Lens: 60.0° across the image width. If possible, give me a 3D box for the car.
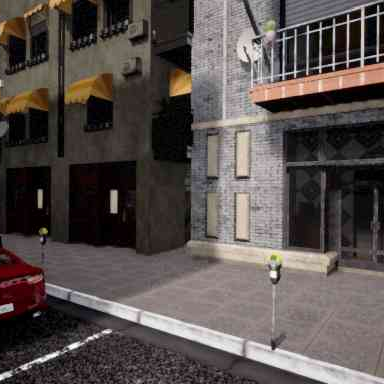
[{"bbox_3d":[-4.497,1.544,6.077,4.507,1.381,1.887,0,1,36],"label":"car"}]
